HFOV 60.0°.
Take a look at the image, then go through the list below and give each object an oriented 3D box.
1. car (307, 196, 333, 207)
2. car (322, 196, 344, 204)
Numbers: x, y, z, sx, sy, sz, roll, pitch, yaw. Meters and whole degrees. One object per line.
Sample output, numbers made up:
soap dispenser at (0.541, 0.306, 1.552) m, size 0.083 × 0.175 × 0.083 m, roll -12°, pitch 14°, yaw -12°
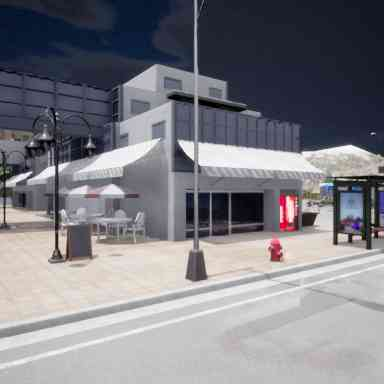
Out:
car at (19.116, 1.345, 48.773) m, size 5.027 × 1.636 × 2.152 m, roll 0°, pitch 0°, yaw -36°
car at (28.398, 1.489, 66.886) m, size 4.514 × 1.523 × 2.007 m, roll 0°, pitch 0°, yaw -36°
